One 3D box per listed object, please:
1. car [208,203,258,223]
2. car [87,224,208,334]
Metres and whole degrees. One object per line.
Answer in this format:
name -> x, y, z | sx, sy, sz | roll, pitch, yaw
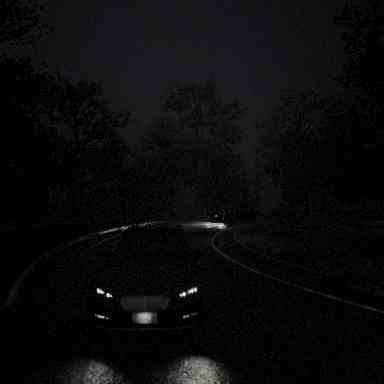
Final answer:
car -> 3.191, 1.564, 25.611 | 4.181, 1.385, 1.994 | 0, 0, -43
car -> -0.779, 1.491, 7.085 | 2.128, 1.511, 4.902 | 0, 0, -3
